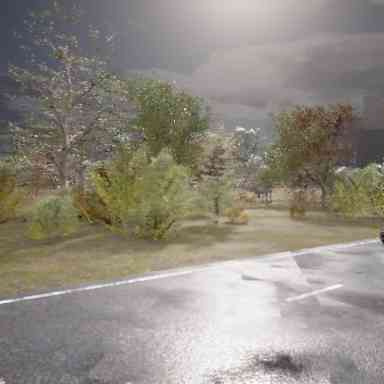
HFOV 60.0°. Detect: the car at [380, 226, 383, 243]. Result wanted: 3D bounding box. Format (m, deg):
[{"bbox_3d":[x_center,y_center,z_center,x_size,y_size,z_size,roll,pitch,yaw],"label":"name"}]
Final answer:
[{"bbox_3d":[10.427,1.614,15.142,4.674,1.442,1.812,0,0,-36],"label":"car"}]
